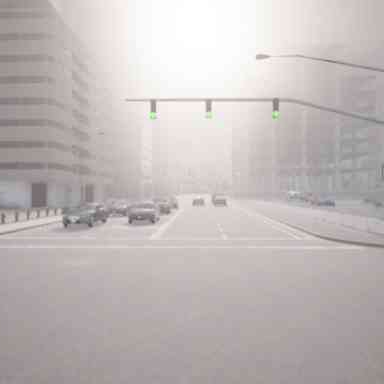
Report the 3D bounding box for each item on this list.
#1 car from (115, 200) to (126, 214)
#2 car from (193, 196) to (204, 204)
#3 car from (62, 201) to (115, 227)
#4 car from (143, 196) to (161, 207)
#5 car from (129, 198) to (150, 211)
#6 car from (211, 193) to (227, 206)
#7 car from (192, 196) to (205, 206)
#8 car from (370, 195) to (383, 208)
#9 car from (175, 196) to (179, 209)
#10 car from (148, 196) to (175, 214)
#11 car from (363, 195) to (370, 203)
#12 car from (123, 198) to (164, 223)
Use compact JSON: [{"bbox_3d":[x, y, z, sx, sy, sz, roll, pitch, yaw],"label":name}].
[{"bbox_3d":[-6.791,1.484,31.596,1.812,1.442,4.674,0,0,2],"label":"car"},{"bbox_3d":[1.216,1.432,62.537,2.033,1.411,5.357,0,0,2],"label":"car"},{"bbox_3d":[-7.067,1.467,22.450,2.128,1.511,4.902,0,0,2],"label":"car"},{"bbox_3d":[-6.157,1.398,51.704,1.882,1.535,5.008,0,0,2],"label":"car"},{"bbox_3d":[-6.501,1.504,41.587,1.994,1.385,4.181,0,0,1],"label":"car"},{"bbox_3d":[4.419,1.373,52.461,1.882,1.535,5.008,0,0,2],"label":"car"},{"bbox_3d":[1.034,1.393,53.044,2.128,1.511,4.902,0,0,2],"label":"car"},{"bbox_3d":[23.779,1.268,40.289,1.970,1.475,3.806,0,0,2],"label":"car"},{"bbox_3d":[-2.918,1.279,43.993,2.097,1.767,4.553,0,0,2],"label":"car"},{"bbox_3d":[-3.223,1.298,34.081,2.097,1.767,4.553,0,0,2],"label":"car"},{"bbox_3d":[30.041,1.227,55.193,1.970,1.475,3.806,0,0,2],"label":"car"},{"bbox_3d":[-3.493,1.468,24.942,1.837,1.490,4.892,0,0,2],"label":"car"}]
